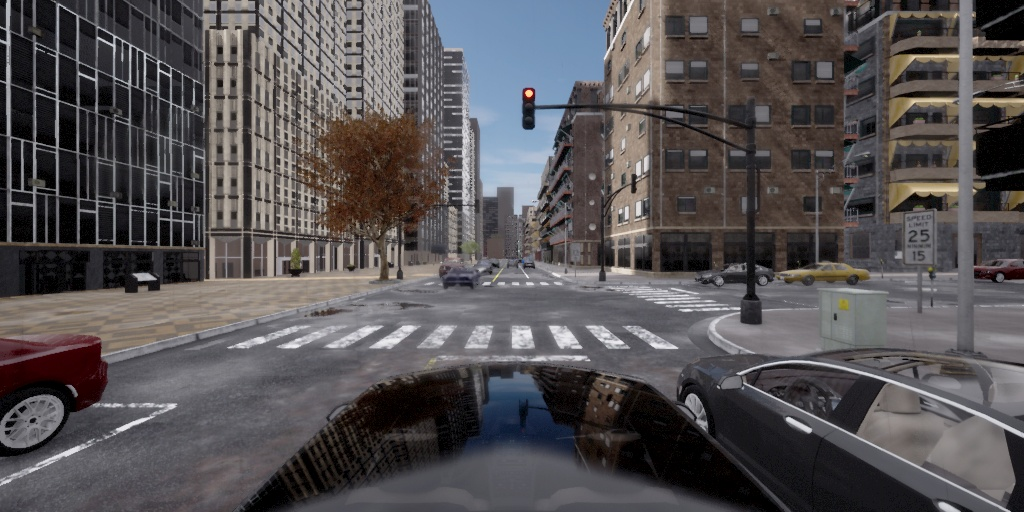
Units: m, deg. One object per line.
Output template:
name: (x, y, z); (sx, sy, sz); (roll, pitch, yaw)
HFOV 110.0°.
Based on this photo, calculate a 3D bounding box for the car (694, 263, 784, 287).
car: (13.438, 1.095, 21.760); (4.403, 1.370, 2.007); (0, 0, -1)

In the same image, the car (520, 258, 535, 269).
car: (2.697, 1.349, 56.824); (1.948, 1.339, 4.313); (0, 0, 0)

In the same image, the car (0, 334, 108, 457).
car: (-5.691, 1.295, 2.347); (1.888, 1.381, 4.507); (0, 0, 0)

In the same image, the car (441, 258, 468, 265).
car: (-5.687, 1.079, 34.734); (2.192, 1.841, 5.009); (0, 0, 0)

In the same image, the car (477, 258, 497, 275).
car: (-3.095, 1.259, 39.540); (2.128, 1.511, 4.902); (0, 0, 0)

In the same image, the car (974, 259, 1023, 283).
car: (30.139, 0.858, 21.928); (4.507, 1.381, 1.888); (0, 0, -1)

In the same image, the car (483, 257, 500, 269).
car: (-3.071, 1.137, 57.746); (2.097, 1.767, 4.553); (0, 0, 0)

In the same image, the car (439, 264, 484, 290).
car: (-3.098, 1.357, 22.625); (1.895, 1.301, 4.718); (0, 0, 0)

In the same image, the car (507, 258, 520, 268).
car: (0.111, 1.282, 61.858); (2.128, 1.511, 4.902); (0, 0, 0)

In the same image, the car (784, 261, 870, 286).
car: (18.835, 0.993, 21.814); (4.829, 1.417, 1.751); (0, 0, -1)

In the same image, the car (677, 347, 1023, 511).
car: (2.689, 1.300, 2.346); (2.007, 1.370, 4.403); (0, 0, 0)
